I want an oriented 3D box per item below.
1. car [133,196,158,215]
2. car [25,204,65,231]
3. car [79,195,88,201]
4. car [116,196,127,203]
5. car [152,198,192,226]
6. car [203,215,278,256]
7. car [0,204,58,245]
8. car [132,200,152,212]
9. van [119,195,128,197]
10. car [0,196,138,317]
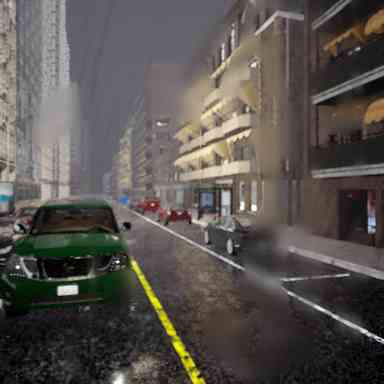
[{"bbox_3d":[-4.522,1.366,34.903,2.192,1.841,5.009,0,0,-16],"label":"car"},{"bbox_3d":[-9.382,1.543,21.556,1.752,1.417,4.829,0,0,-16],"label":"car"},{"bbox_3d":[-28.290,1.567,86.826,1.967,1.590,4.097,0,0,-16],"label":"car"},{"bbox_3d":[-15.525,1.681,72.881,1.947,1.339,4.313,0,0,-16],"label":"car"},{"bbox_3d":[-1.379,1.478,24.051,1.967,1.590,4.097,0,0,-16],"label":"car"},{"bbox_3d":[1.764,1.575,13.201,2.008,1.369,4.403,0,0,-16],"label":"car"},{"bbox_3d":[-7.857,1.451,16.295,1.967,1.590,4.097,0,0,-16],"label":"car"},{"bbox_3d":[-6.095,1.640,40.328,1.802,1.307,4.206,0,0,-16],"label":"car"},{"bbox_3d":[-13.953,1.445,67.455,1.690,1.788,3.998,0,0,-16],"label":"van"},{"bbox_3d":[-2.757,1.228,7.998,2.150,2.045,5.566,0,0,-16],"label":"car"}]
